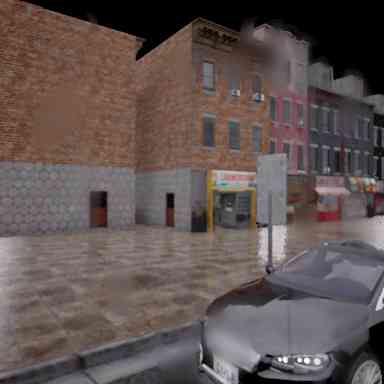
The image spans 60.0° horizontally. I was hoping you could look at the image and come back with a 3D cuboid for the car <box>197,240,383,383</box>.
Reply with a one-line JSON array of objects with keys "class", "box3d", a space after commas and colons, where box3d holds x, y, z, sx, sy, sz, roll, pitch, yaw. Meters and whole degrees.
[{"class": "car", "box3d": [2.323, 1.511, 4.738, 4.902, 1.511, 2.128, 0, 0, -36]}]
